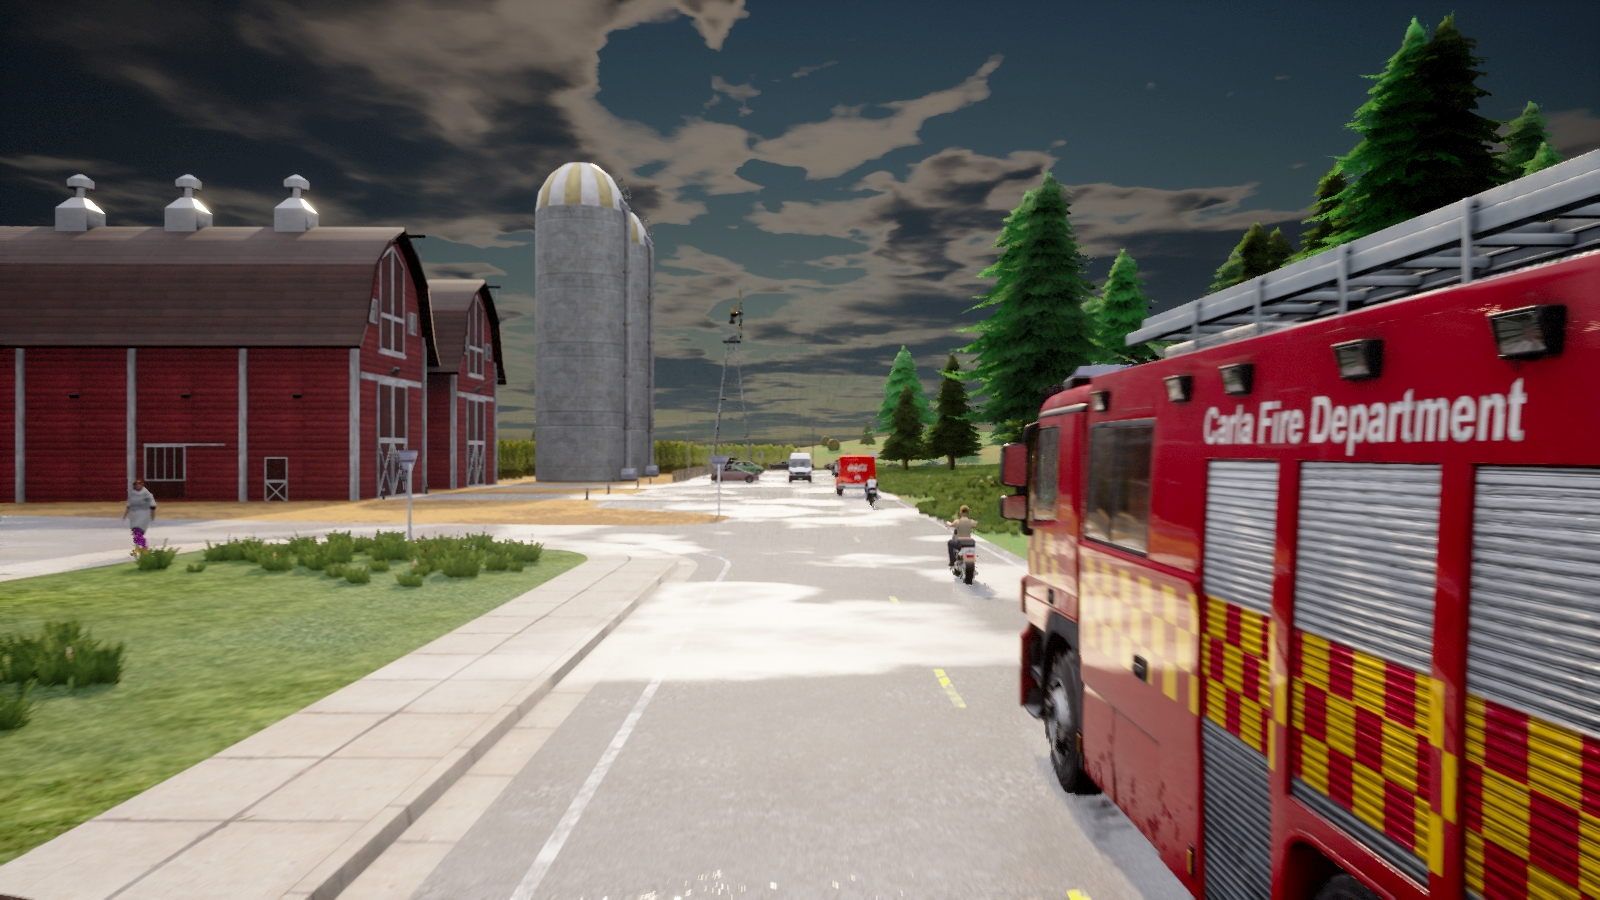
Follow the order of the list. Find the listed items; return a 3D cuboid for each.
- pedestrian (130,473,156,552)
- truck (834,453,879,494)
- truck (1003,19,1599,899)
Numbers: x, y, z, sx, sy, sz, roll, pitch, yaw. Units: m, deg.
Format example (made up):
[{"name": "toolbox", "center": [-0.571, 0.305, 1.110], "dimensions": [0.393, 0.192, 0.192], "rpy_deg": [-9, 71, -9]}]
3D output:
[{"name": "pedestrian", "center": [-15.566, 1.470, 27.080], "dimensions": [0.375, 1.860, 0.375], "rpy_deg": [0, 0, 6]}, {"name": "truck", "center": [3.525, 1.428, 72.315], "dimensions": [2.627, 2.467, 5.204], "rpy_deg": [0, 0, 0]}, {"name": "truck", "center": [3.499, 0.750, 7.322], "dimensions": [2.891, 3.827, 8.468], "rpy_deg": [0, 0, 0]}]
